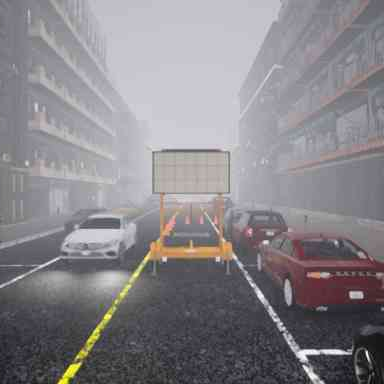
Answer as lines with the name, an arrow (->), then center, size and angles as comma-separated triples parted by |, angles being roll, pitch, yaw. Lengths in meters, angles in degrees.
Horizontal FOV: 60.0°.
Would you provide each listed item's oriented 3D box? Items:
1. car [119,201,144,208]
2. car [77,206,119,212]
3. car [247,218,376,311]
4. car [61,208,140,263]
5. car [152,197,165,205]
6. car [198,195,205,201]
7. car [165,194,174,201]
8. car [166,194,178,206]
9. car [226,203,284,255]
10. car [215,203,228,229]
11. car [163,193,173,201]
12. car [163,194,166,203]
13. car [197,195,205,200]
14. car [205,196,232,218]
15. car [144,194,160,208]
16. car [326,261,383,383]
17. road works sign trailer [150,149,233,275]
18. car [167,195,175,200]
car -> -5.752, 1.519, 30.011 | 1.752, 1.417, 4.829 | 0, 0, 0
car -> -5.729, 1.563, 18.907 | 1.947, 1.339, 4.313 | 0, 0, 0
car -> 2.675, 1.544, 7.649 | 1.887, 1.381, 4.507 | 0, 0, 0
car -> -3.126, 1.524, 12.094 | 1.812, 1.442, 4.674 | 0, 0, 0
car -> -5.811, 1.563, 58.364 | 1.802, 1.307, 4.206 | 0, 0, 0
car -> 2.523, 1.493, 81.093 | 1.752, 1.417, 4.829 | 0, 0, 0
car -> -5.869, 1.404, 86.545 | 1.967, 1.590, 4.097 | 0, 0, 0
car -> -3.206, 1.530, 53.474 | 2.033, 1.411, 5.357 | 0, 0, 0
car -> 2.664, 1.439, 13.286 | 1.967, 1.590, 4.097 | 0, 0, 0
car -> 2.652, 1.548, 18.922 | 2.008, 1.369, 4.403 | 0, 0, 0
car -> -5.856, 1.283, 80.909 | 2.192, 1.841, 5.009 | 0, 0, 0
car -> -5.798, 1.299, 52.727 | 2.192, 1.841, 5.009 | 0, 0, 0
car -> 2.500, 1.505, 92.195 | 1.887, 1.381, 4.507 | 0, 0, 0
car -> 2.630, 1.309, 30.195 | 2.192, 1.841, 5.009 | 0, 0, 0
car -> -5.787, 1.426, 47.091 | 1.967, 1.590, 4.097 | 0, 0, 0
car -> 2.686, 1.566, 2.013 | 1.947, 1.339, 4.313 | 0, 0, 0
road works sign trailer -> -0.022, 0.463, 10.413 | 2.380, 3.560, 2.880 | 0, 0, 0
car -> -5.880, 1.505, 92.182 | 1.887, 1.381, 4.507 | 0, 0, 0
